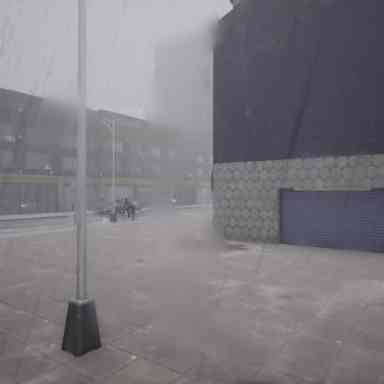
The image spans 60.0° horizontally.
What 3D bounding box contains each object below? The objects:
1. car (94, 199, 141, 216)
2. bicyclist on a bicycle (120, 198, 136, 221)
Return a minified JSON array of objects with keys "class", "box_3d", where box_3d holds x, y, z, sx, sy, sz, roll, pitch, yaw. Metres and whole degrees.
[{"class":"car","box_3d":[-6.925,1.451,31.250,1.837,1.490,4.892,0,0,36]},{"class":"bicyclist on a bicycle","box_3d":[-4.703,1.271,24.299,1.656,1.620,0.582,0,0,36]}]
